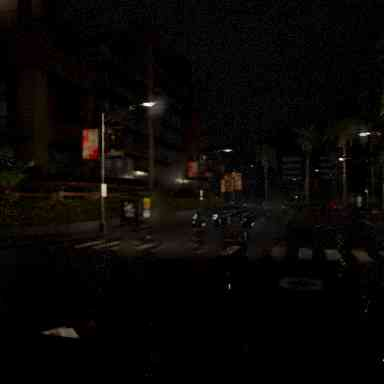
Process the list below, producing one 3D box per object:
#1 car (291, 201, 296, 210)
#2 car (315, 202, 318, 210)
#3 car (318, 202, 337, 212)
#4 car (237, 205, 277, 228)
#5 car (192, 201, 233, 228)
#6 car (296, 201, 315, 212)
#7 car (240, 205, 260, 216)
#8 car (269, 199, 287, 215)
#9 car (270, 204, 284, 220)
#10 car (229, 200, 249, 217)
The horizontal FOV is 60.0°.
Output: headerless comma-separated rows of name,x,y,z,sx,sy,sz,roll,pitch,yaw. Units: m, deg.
car,19.909,2.422,62.348,2.097,1.767,4.553,-1,-1,7
car,23.376,2.508,61.865,1.882,1.535,5.008,-1,-1,7
car,21.320,2.377,51.875,1.812,1.442,4.674,-1,-1,15
car,5.357,2.040,26.899,2.033,1.411,5.357,-1,-1,19
car,1.578,1.872,26.689,2.097,1.767,4.553,-1,-1,19
car,17.779,2.394,52.261,1.837,1.490,4.892,-1,-1,15
car,7.953,2.432,45.191,1.895,1.301,4.718,-1,-1,19
car,11.958,2.037,46.108,2.150,2.045,5.566,-1,-1,19
car,8.487,2.246,35.961,1.895,1.301,4.718,-1,-1,19
car,4.709,1.894,35.756,2.150,2.045,5.566,-1,-1,19
